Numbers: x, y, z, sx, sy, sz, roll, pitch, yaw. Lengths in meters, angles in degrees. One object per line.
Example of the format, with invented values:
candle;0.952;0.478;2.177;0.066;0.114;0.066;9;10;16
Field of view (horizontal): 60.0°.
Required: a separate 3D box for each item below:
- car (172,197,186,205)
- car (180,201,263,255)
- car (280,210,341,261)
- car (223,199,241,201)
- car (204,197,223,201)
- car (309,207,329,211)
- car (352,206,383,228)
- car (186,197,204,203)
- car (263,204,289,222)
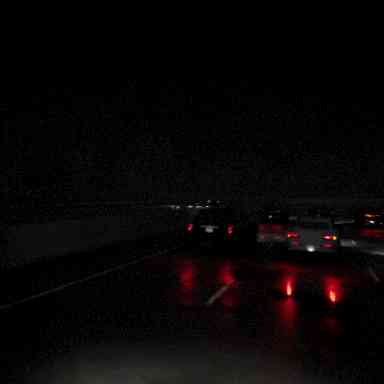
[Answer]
car;-2.116;1.714;61.989;2.128;1.511;4.902;1;0;22
car;1.433;1.436;14.111;2.097;1.767;4.553;1;0;22
car;4.758;1.665;13.006;1.812;1.442;4.674;1;-1;22
car;7.651;1.925;58.156;2.033;1.411;5.357;1;0;23
car;4.429;1.678;59.529;2.097;1.767;4.553;1;0;22
car;9.452;1.819;24.801;2.033;1.411;5.357;1;0;22
car;13.545;1.853;25.542;1.837;1.490;4.892;1;0;22
car;1.137;1.778;60.713;1.837;1.490;4.892;1;0;22
car;7.035;1.734;28.115;2.128;1.511;4.902;1;0;22
